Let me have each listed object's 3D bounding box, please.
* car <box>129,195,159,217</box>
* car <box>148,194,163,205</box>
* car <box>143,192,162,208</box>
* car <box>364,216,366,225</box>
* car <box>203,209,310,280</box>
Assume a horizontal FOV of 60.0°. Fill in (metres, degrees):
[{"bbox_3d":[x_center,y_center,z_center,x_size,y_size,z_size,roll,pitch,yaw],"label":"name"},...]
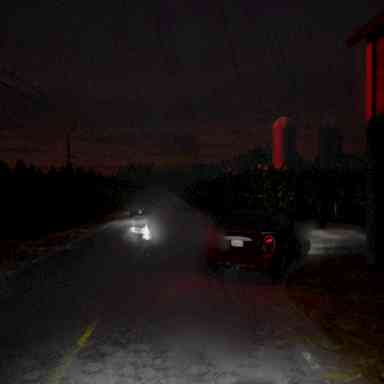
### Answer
[{"bbox_3d":[-4.262,1.310,28.839,2.128,1.511,4.902,0,0,-3],"label":"car"},{"bbox_3d":[-5.871,1.154,53.673,2.128,1.511,4.902,0,0,-4],"label":"car"},{"bbox_3d":[-4.947,0.973,39.510,2.150,2.045,5.566,0,0,-4],"label":"car"},{"bbox_3d":[12.036,1.106,17.262,5.566,2.045,2.150,0,0,-2],"label":"car"},{"bbox_3d":[2.140,1.287,10.172,2.097,1.767,4.553,0,1,28],"label":"car"}]
